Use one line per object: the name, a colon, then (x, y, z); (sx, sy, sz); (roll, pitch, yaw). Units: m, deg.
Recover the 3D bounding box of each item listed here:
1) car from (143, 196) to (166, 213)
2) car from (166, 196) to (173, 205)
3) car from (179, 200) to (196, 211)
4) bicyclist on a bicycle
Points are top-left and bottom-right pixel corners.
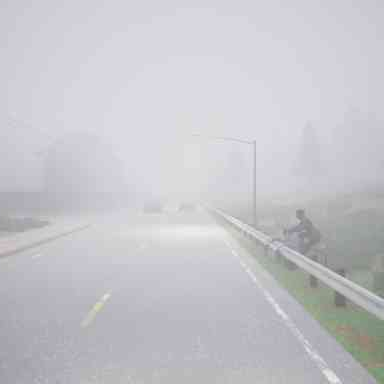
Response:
car: (-4.197, 1.476, 36.419); (1.882, 1.535, 5.008); (0, 0, -1)
car: (-4.560, 1.490, 60.463); (2.128, 1.511, 4.902); (0, 0, -1)
car: (-0.556, 1.599, 39.844); (1.895, 1.301, 4.718); (0, 0, -1)
bicyclist on a bicycle: (2.933, 1.313, 9.048); (1.656, 1.620, 0.582); (14, 5, 13)
